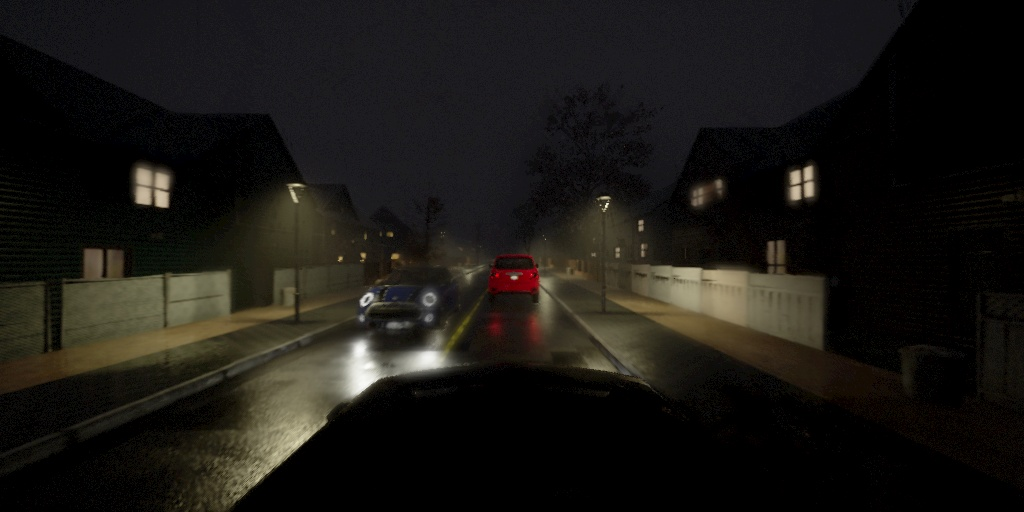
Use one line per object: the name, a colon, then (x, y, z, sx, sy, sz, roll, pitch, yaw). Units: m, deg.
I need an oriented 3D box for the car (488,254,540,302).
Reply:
car: (0.096, 0.932, 16.831, 2.150, 2.045, 5.566, 0, 0, 0)

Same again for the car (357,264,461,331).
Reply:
car: (-2.851, 1.077, 10.864, 2.097, 1.767, 4.553, 0, 0, 0)
